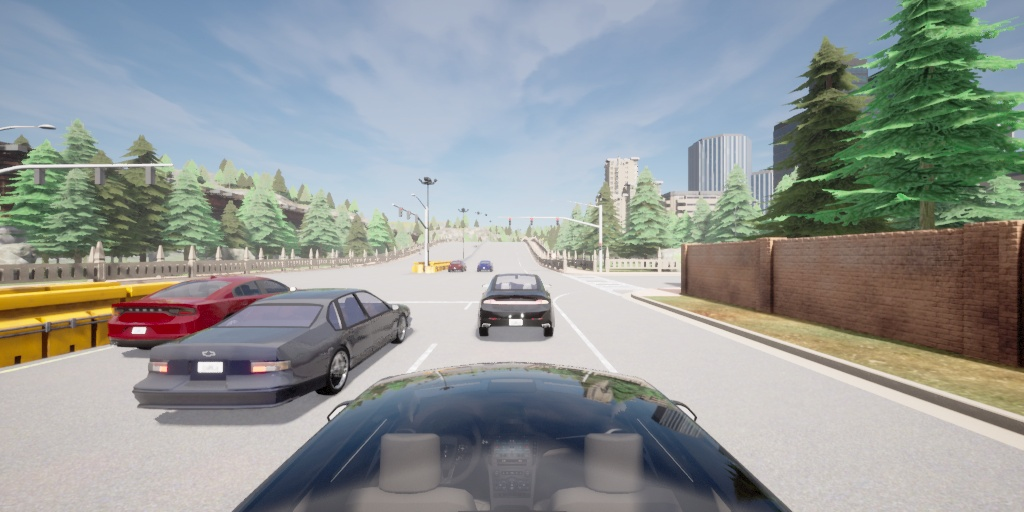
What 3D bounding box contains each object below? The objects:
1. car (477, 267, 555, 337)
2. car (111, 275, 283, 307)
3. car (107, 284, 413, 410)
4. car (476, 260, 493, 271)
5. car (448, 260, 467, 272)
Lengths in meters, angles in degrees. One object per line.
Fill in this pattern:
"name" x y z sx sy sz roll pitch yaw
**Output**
"car" 0.130 1.241 10.289 2.128 1.511 4.902 0 0 1
"car" -6.898 1.228 9.108 1.882 1.535 5.008 0 0 0
"car" -3.398 1.297 6.544 2.033 1.411 5.357 0 0 0
"car" -3.391 1.275 45.748 1.812 1.442 4.674 0 0 0
"car" -6.887 1.275 45.350 1.812 1.442 4.674 0 0 0
